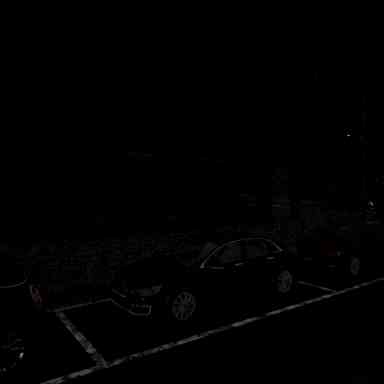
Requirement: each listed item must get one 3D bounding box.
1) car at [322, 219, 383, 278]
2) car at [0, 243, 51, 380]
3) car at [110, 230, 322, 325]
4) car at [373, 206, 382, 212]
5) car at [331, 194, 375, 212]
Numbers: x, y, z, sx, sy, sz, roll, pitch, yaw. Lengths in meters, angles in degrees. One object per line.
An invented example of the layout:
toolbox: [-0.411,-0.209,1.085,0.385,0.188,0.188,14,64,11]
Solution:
car: [4.930,1.545,10.159,4.507,1.381,1.887,0,0,-35]
car: [-3.960,1.440,3.827,4.097,1.590,1.967,0,0,-35]
car: [0.485,1.551,6.993,4.403,1.369,2.008,0,0,-35]
car: [9.374,1.441,13.325,4.097,1.590,1.967,0,0,-35]
car: [16.193,1.035,32.908,2.097,1.767,4.553,0,1,-36]
